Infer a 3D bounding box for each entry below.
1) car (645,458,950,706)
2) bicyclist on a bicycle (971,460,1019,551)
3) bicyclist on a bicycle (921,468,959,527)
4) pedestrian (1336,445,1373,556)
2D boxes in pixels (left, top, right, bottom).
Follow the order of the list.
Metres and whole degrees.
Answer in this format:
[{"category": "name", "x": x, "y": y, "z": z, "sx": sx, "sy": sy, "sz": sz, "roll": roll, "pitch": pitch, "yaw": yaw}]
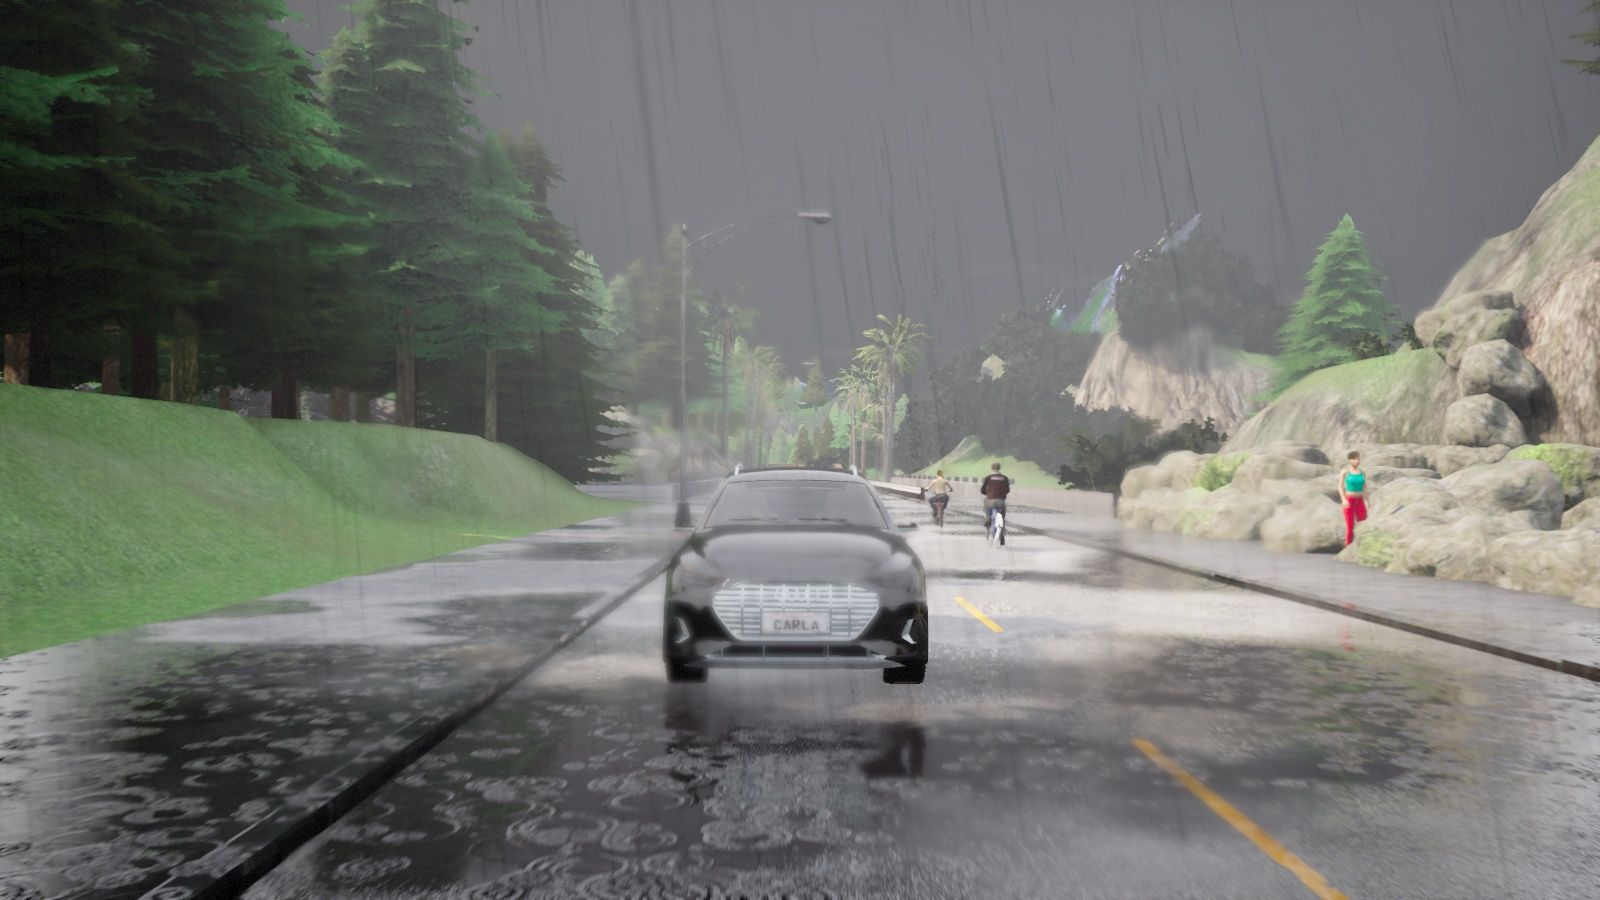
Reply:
[{"category": "car", "x": -0.025, "y": 0.926, "z": 10.824, "sx": 2.033, "sy": 1.649, "sz": 4.856, "roll": 0, "pitch": -1, "yaw": 0}, {"category": "bicyclist on a bicycle", "x": 3.941, "y": 1.096, "z": 25.476, "sx": 0.659, "sy": 1.776, "sz": 1.843, "roll": 0, "pitch": -1, "yaw": 0}, {"category": "bicyclist on a bicycle", "x": 3.923, "y": 1.327, "z": 35.315, "sx": 0.866, "sy": 1.612, "sz": 1.509, "roll": 0, "pitch": -1, "yaw": 0}, {"category": "pedestrian", "x": 9.331, "y": 0.841, "z": 21.151, "sx": 0.345, "sy": 1.836, "sz": 0.594, "roll": 0, "pitch": -1, "yaw": 0}]
